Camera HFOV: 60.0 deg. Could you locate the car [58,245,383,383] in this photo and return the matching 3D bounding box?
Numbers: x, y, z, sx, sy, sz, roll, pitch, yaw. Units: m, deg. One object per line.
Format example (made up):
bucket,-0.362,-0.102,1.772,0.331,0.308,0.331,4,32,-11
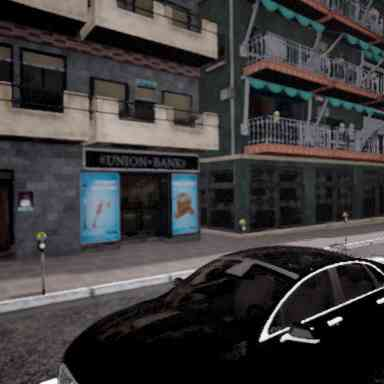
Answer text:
car,0.972,1.506,4.066,4.892,1.490,1.837,0,0,-35
